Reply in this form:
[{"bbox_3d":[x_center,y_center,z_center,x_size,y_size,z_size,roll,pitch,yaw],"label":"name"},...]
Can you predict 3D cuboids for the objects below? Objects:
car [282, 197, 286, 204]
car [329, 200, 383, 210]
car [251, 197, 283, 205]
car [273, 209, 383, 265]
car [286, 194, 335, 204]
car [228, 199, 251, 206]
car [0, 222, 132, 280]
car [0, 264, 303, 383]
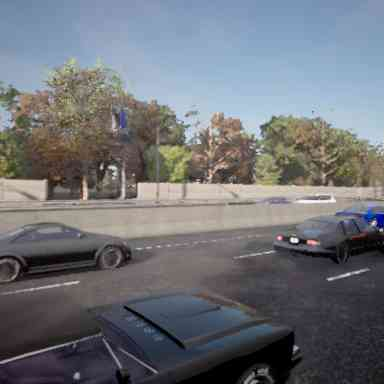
[{"bbox_3d":[13.320,1.497,39.261,5.008,1.535,1.882,0,0,-35],"label":"car"},{"bbox_3d":[10.655,1.482,19.938,5.008,1.535,1.882,0,0,-36],"label":"car"},{"bbox_3d":[9.957,1.368,41.161,4.553,1.767,2.097,0,0,-35],"label":"car"},{"bbox_3d":[5.216,1.548,11.763,5.357,1.411,2.033,0,0,-35],"label":"car"},{"bbox_3d":[12.654,1.234,34.499,5.566,2.045,2.150,0,0,-35],"label":"car"},{"bbox_3d":[6.992,1.616,43.352,4.718,1.301,1.895,0,0,-35],"label":"car"},{"bbox_3d":[-3.876,1.564,9.576,4.181,1.385,1.994,0,0,-36],"label":"car"},{"bbox_3d":[-1.170,1.601,2.911,4.718,1.301,1.895,0,0,-35],"label":"car"}]
